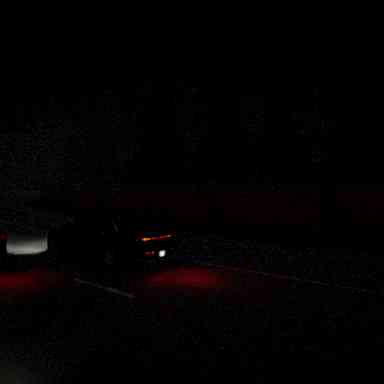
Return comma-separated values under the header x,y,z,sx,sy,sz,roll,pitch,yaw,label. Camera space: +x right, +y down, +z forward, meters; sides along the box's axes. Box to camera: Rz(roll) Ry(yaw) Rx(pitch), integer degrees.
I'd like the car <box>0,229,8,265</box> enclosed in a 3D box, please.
x,y,z,sx,sy,sz,roll,pitch,yaw,label
-7.157,1.292,9.657,5.008,1.535,1.882,1,1,40,car

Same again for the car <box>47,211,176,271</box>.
x,y,z,sx,sy,sz,roll,pitch,yaw,label
-2.696,1.372,10.502,4.892,1.490,1.837,1,1,39,car
